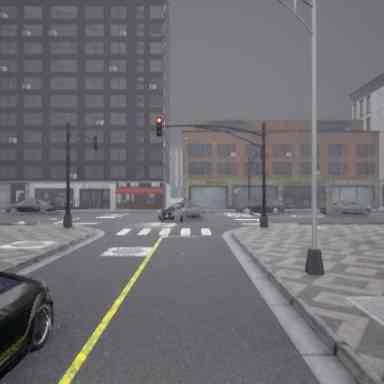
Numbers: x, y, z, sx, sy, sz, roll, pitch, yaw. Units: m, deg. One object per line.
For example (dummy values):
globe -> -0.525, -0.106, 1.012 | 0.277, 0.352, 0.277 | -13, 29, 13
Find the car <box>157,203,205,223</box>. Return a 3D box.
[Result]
car -> -0.737, 1.493, 24.864 | 1.994, 1.385, 4.181 | -1, -1, 32

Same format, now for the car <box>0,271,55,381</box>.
car -> -3.084, 1.559, 3.368 | 1.994, 1.385, 4.181 | 0, 0, 0

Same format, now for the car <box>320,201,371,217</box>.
car -> 13.937, 1.500, 30.286 | 4.181, 1.385, 1.994 | 0, 0, 0

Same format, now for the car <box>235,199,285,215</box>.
car -> 6.817, 1.476, 33.532 | 4.892, 1.490, 1.837 | 0, 0, 0

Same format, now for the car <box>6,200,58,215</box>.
car -> -16.131, 1.508, 33.517 | 4.902, 1.511, 2.128 | 0, 0, 0
